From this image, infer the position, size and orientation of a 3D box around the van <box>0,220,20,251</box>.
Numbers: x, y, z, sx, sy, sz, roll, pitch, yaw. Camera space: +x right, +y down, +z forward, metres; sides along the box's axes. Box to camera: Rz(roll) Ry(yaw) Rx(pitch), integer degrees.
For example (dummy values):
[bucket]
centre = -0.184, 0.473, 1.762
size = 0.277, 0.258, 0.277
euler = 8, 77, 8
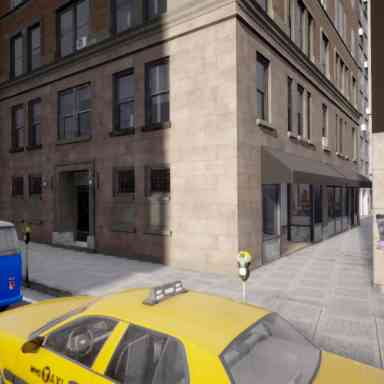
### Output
[van]
centre = -4.928, 1.342, 6.384
size = 3.998, 1.788, 1.690
euler = 0, -1, 36

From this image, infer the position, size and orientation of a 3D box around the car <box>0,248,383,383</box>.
[car]
centre = -0.452, 1.526, 3.182
size = 4.829, 1.417, 1.752
euler = 0, -1, 36
